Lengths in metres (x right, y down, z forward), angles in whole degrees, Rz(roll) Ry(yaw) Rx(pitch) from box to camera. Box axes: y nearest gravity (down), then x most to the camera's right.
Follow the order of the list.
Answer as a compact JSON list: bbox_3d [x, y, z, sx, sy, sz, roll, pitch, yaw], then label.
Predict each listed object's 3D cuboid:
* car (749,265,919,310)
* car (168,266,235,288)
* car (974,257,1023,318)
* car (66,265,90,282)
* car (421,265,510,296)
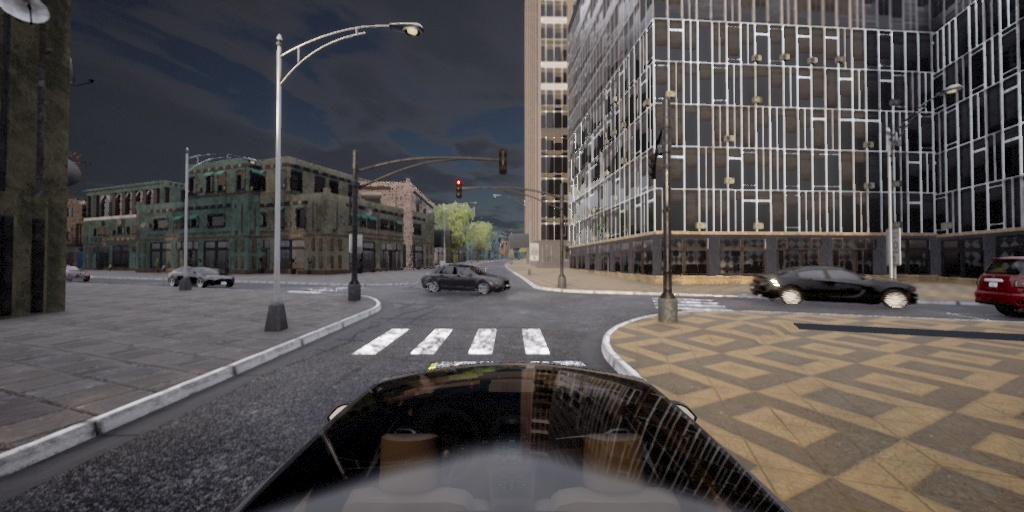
[{"bbox_3d":[12.250,1.143,13.974,5.008,1.535,1.882,0,-1,20],"label":"car"},{"bbox_3d":[-19.653,1.305,22.633,4.313,1.339,1.948,0,0,20],"label":"car"},{"bbox_3d":[16.301,0.916,9.654,5.009,1.841,2.192,0,0,20],"label":"car"},{"bbox_3d":[-35.317,1.379,28.228,4.207,1.307,1.802,0,0,20],"label":"car"},{"bbox_3d":[-2.510,1.258,19.234,4.892,1.490,1.837,0,0,20],"label":"car"}]
